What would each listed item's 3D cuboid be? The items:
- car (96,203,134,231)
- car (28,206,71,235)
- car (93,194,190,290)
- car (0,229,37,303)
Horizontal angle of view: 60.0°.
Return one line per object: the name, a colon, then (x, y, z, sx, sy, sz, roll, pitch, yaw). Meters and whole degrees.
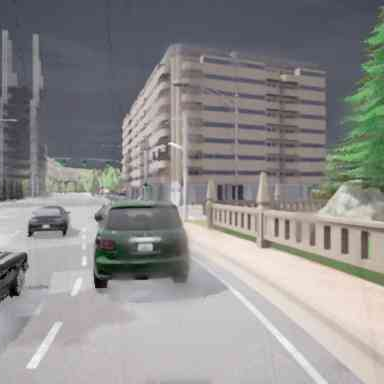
car: (-5.155, 1.511, 21.643, 2.033, 1.411, 5.357, 0, 0, -18)
car: (-7.721, 1.497, 18.218, 1.812, 1.442, 4.674, 0, 0, -17)
car: (-1.540, 1.206, 9.395, 2.150, 2.045, 5.566, 0, 0, -13)
car: (-4.281, 1.594, 5.451, 1.895, 1.301, 4.718, 0, 0, -10)
